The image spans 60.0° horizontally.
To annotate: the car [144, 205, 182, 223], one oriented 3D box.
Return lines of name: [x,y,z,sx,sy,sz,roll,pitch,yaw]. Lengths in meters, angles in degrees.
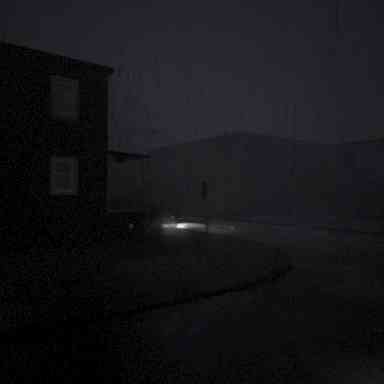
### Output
car: [-2.564,1.711,26.724,1.994,1.385,4.181,1,0,-35]

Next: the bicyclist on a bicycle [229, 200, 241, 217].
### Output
bicyclist on a bicycle: [4.119,1.588,31.813,1.656,1.620,0.582,0,0,-35]

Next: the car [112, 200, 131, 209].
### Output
car: [-7.727,1.651,33.974,1.837,1.490,4.892,1,0,-35]
